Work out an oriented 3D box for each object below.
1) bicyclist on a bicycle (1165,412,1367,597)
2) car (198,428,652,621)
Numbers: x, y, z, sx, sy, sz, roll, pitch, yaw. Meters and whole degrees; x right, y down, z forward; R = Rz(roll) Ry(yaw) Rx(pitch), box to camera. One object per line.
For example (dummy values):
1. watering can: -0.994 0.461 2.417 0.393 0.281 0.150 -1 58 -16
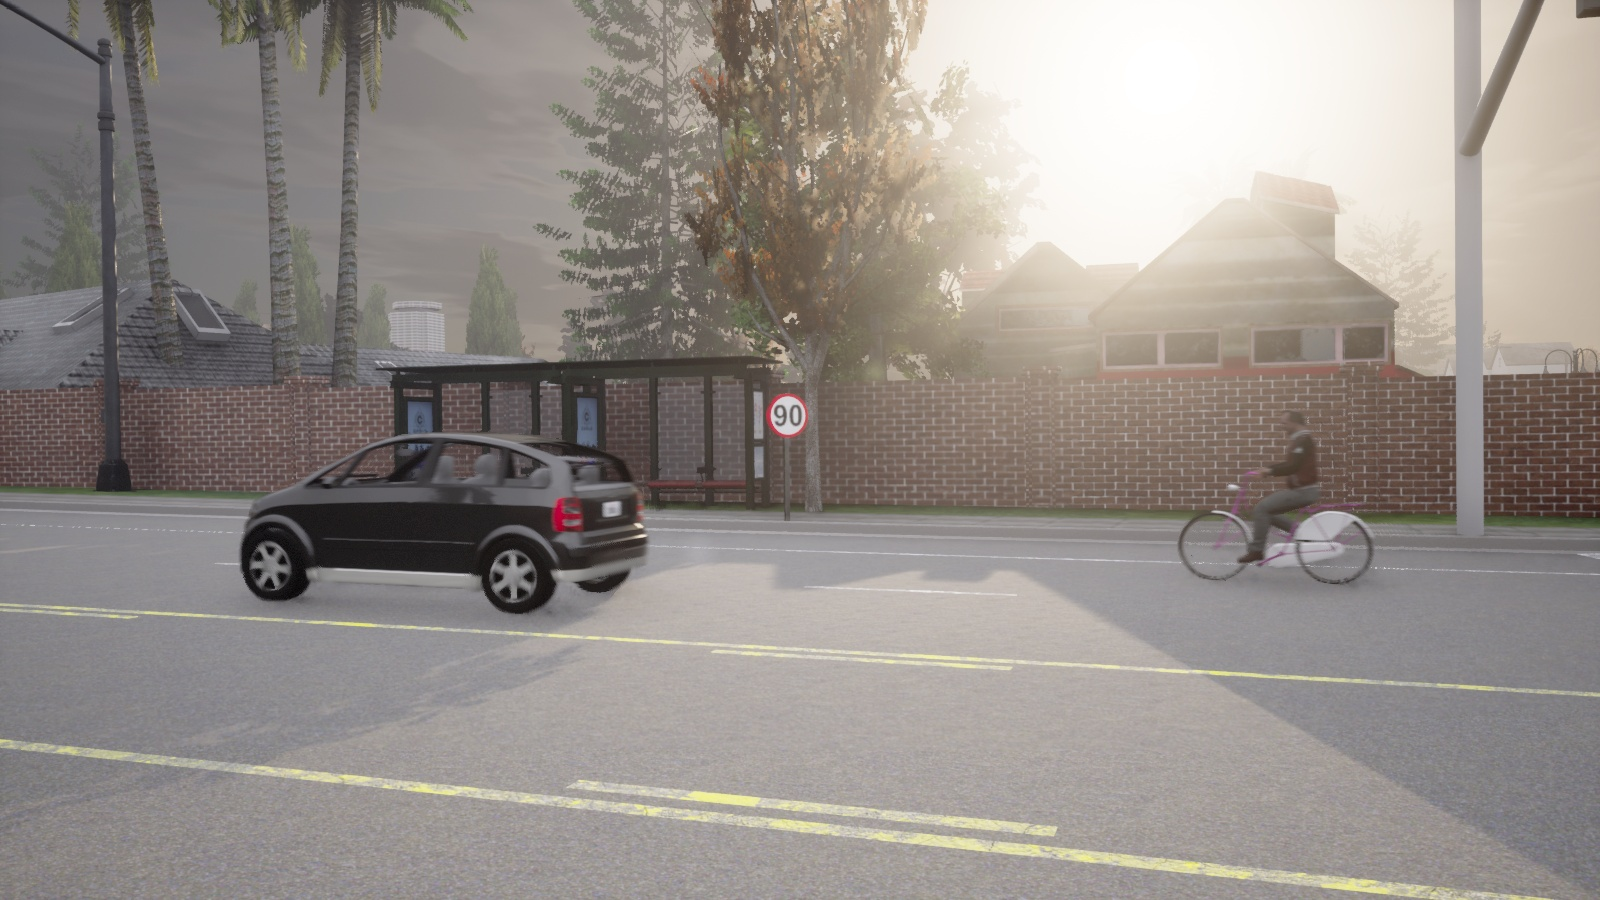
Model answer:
1. bicyclist on a bicycle: 4.675 0.511 12.696 1.843 1.776 0.659 1 1 19
2. car: -3.462 0.590 11.742 3.705 1.549 1.789 1 1 19
